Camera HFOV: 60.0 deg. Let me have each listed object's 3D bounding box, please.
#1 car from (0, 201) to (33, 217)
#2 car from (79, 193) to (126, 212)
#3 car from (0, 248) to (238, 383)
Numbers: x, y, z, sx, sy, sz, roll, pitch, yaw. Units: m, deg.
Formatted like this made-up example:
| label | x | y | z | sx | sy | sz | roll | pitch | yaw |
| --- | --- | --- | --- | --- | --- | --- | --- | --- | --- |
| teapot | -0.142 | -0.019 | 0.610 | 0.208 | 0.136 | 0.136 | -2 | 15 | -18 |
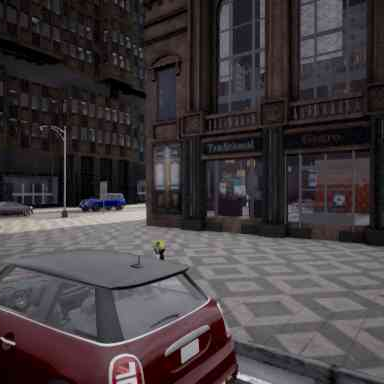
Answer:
| label | x | y | z | sx | sy | sz | roll | pitch | yaw |
| --- | --- | --- | --- | --- | --- | --- | --- | --- | --- |
| car | -16.268 | 1.527 | 29.189 | 1.994 | 1.385 | 4.181 | 0 | 0 | 35 |
| car | -10.093 | 1.161 | 37.927 | 2.150 | 2.045 | 5.566 | 0 | 0 | 35 |
| car | -1.596 | 1.440 | 4.098 | 4.097 | 1.590 | 1.967 | 0 | 0 | 35 |
